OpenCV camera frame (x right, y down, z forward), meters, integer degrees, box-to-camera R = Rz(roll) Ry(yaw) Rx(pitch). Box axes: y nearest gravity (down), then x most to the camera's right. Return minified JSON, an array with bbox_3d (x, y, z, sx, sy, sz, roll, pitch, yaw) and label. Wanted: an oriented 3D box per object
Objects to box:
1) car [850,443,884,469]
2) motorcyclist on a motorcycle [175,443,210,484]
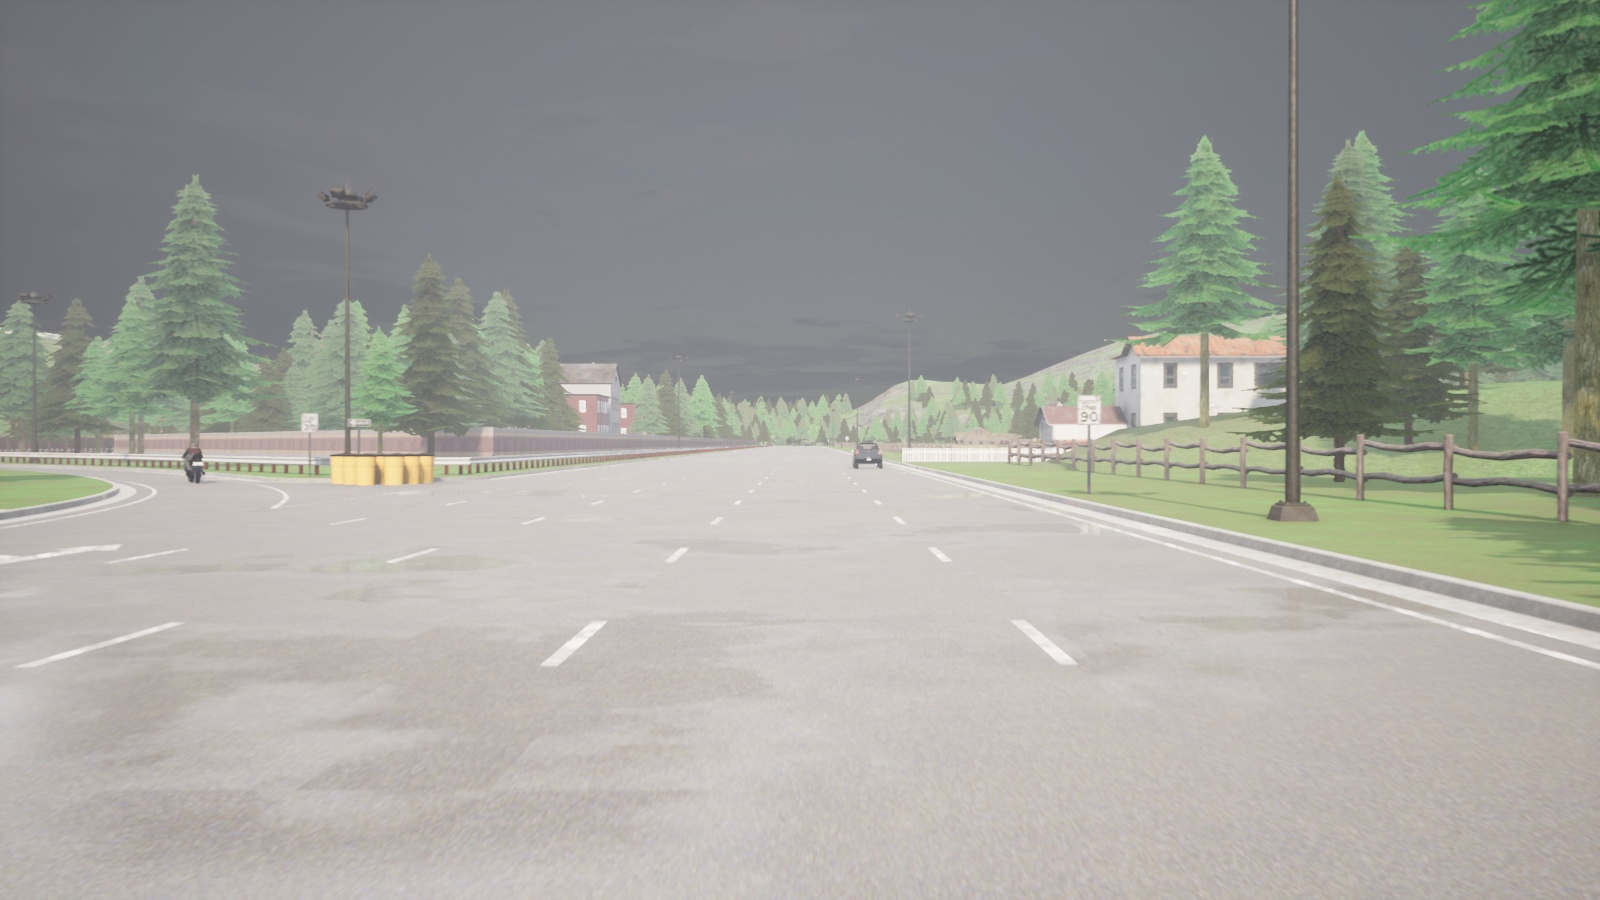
[{"bbox_3d":[3.943,0.346,74.111,1.845,1.501,3.633,0,0,0],"label":"car"},{"bbox_3d":[-22.913,0.496,47.351,0.866,1.530,2.191,0,0,-34],"label":"motorcyclist on a motorcycle"}]
